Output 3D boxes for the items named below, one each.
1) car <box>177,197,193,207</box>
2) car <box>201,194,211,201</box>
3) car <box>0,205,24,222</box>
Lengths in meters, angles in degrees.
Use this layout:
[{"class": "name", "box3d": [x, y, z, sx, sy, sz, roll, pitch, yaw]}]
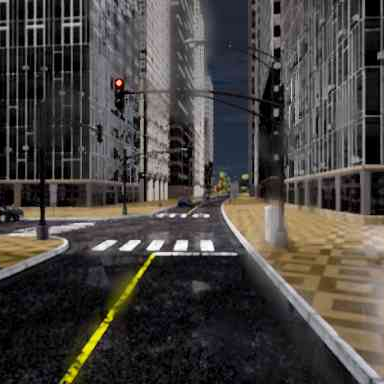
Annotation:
[{"class": "car", "box3d": [-0.964, 1.476, 48.553, 2.033, 1.411, 5.357, 0, 0, 7]}, {"class": "car", "box3d": [3.438, 1.326, 80.348, 2.128, 1.511, 4.902, 0, 0, 9]}, {"class": "car", "box3d": [-16.577, 1.826, 28.313, 4.403, 1.369, 2.008, -1, 1, 10]}]
